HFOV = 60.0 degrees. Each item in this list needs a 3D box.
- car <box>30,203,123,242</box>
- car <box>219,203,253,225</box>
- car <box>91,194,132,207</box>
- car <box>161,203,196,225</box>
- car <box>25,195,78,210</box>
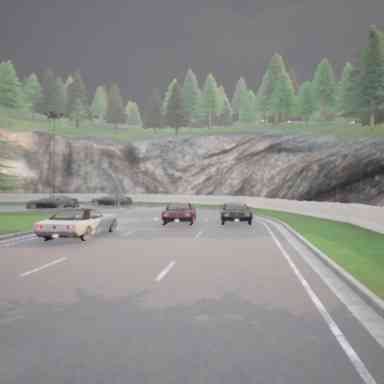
[{"bbox_3d":[-5.005,1.391,15.160,1.895,1.301,4.718,0,1,8],"label":"car"},{"bbox_3d":[2.743,1.338,21.759,1.895,1.301,4.718,0,1,3],"label":"car"},{"bbox_3d":[-9.148,0.985,37.743,4.902,1.511,2.128,0,0,19],"label":"car"},{"bbox_3d":[-0.746,1.329,21.432,1.895,1.301,4.718,0,1,3],"label":"car"},{"bbox_3d":[-13.269,1.046,31.557,4.902,1.511,2.128,0,0,7],"label":"car"}]
